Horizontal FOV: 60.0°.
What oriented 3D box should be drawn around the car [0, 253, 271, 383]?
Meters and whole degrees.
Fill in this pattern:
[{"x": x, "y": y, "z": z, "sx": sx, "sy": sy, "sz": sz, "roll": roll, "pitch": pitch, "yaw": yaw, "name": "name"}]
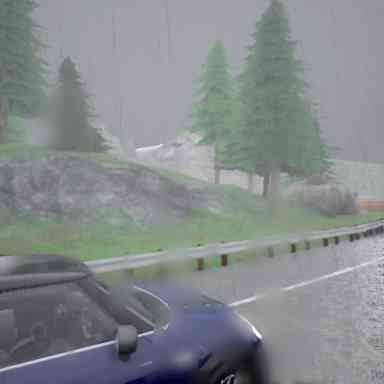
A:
[{"x": -1.401, "y": 1.365, "z": 2.925, "sx": 4.553, "sy": 1.767, "sz": 2.097, "roll": 0, "pitch": 0, "yaw": -36, "name": "car"}]
